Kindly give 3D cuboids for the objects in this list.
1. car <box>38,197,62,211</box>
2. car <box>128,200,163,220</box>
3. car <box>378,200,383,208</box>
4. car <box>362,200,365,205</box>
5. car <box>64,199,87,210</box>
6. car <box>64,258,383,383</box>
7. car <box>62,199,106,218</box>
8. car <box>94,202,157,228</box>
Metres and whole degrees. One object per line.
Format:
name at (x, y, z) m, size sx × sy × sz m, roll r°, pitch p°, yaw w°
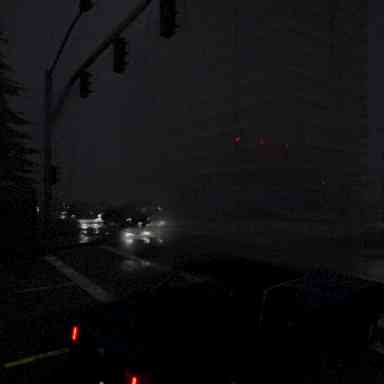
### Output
car at (-17.273, 1.472, 41.406) m, size 2.097 × 1.767 × 4.553 m, roll 0°, pitch 0°, yaw -34°
car at (-4.381, 1.494, 29.130) m, size 2.097 × 1.767 × 4.553 m, roll 0°, pitch 0°, yaw -35°
car at (32.851, 1.912, 54.965) m, size 1.812 × 1.442 × 4.674 m, roll 0°, pitch 0°, yaw -5°
car at (33.006, 1.939, 68.484) m, size 1.837 × 1.490 × 4.892 m, roll 0°, pitch 0°, yaw -26°
car at (-16.041, 1.669, 45.745) m, size 1.812 × 1.442 × 4.674 m, roll 0°, pitch 0°, yaw -35°
car at (0.892, 1.628, 4.644) m, size 4.718 × 1.301 × 1.895 m, roll 1°, pitch 0°, yaw -39°
car at (-10.328, 1.611, 31.506) m, size 2.128 × 1.511 × 4.902 m, roll 0°, pitch 0°, yaw -35°
car at (-4.877, 1.667, 23.746) m, size 2.033 × 1.411 × 5.357 m, roll 0°, pitch 0°, yaw -35°
